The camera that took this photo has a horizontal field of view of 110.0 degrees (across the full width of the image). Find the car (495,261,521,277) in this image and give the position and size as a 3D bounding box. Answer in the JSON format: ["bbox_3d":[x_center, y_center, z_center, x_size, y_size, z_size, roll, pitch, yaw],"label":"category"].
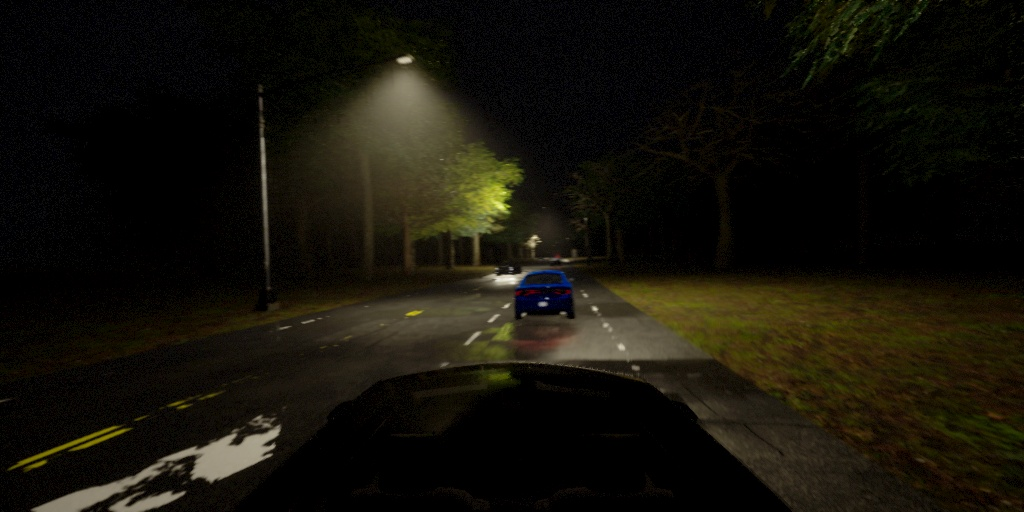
[{"bbox_3d":[-0.362,1.333,39.932,2.097,1.767,4.553,-3,0,15],"label":"car"}]

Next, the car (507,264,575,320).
[{"bbox_3d":[1.219,1.261,12.998,1.882,1.535,5.008,-3,0,7],"label":"car"}]
